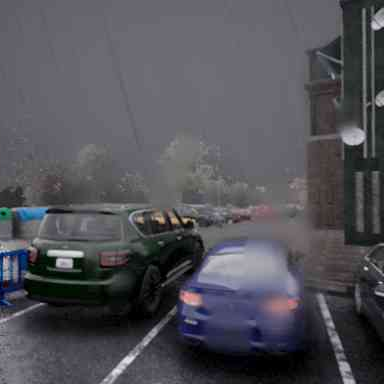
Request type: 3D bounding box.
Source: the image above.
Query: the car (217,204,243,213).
[{"bbox_3d":[8.852,3.757,76.780,5.566,2.045,2.435,-1,-2,15],"label":"car"}]

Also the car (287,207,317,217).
[{"bbox_3d":[20.004,3.644,60.853,5.008,1.535,2.097,1,-1,15],"label":"car"}]

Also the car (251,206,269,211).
[{"bbox_3d":[18.773,4.583,91.535,4.792,1.488,2.163,-1,-2,13],"label":"car"}]

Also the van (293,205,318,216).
[{"bbox_3d":[21.605,3.507,63.356,4.442,1.987,1.878,1,-1,15],"label":"van"}]

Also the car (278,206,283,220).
[{"bbox_3d":[9.705,3.128,46.045,4.792,1.488,2.163,1,-1,15],"label":"car"}]

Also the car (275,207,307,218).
[{"bbox_3d":[16.582,3.462,55.915,5.008,1.535,2.097,1,-1,15],"label":"car"}]

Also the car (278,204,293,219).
[{"bbox_3d":[11.423,2.938,48.518,5.566,2.045,2.435,1,-1,15],"label":"car"}]

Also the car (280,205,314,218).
[{"bbox_3d":[18.324,3.303,58.389,5.566,2.045,2.435,1,-2,15],"label":"car"}]

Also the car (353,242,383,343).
[{"bbox_3d":[3.493,1.485,4.456,2.231,1.521,4.892,0,-1,16],"label":"car"}]

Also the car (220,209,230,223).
[{"bbox_3d":[1.123,2.681,33.689,4.674,1.452,2.002,1,-1,15],"label":"car"}]

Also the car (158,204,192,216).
[{"bbox_3d":[-2.993,3.123,59.653,5.566,2.045,2.435,-1,-2,15],"label":"car"}]

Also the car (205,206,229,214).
[{"bbox_3d":[5.469,3.857,71.875,4.792,1.488,2.163,-1,-2,15],"label":"car"}]

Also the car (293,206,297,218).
[{"bbox_3d":[13.128,3.309,50.984,4.792,1.488,2.163,1,-1,15],"label":"car"}]

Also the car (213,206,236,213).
[{"bbox_3d":[7.219,3.947,74.315,4.792,1.488,2.163,-1,-2,15],"label":"car"}]

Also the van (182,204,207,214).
[{"bbox_3d":[0.535,3.329,64.513,4.442,1.987,1.878,-1,-3,15],"label":"van"}]

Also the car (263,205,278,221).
[{"bbox_3d":[7.996,2.756,43.579,5.566,2.045,2.435,1,-1,15],"label":"car"}]

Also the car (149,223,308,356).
[{"bbox_3d":[1.082,1.546,6.168,2.002,1.452,4.674,0,-1,15],"label":"car"}]

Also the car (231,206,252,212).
[{"bbox_3d":[12.239,4.190,81.663,4.892,1.521,2.231,-1,-2,14],"label":"car"}]

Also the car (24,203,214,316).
[{"bbox_3d":[-1.328,1.278,7.919,2.435,2.045,5.566,0,-1,16],"label":"car"}]

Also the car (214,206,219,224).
[{"bbox_3d":[-0.570,2.290,31.225,5.566,2.045,2.435,1,-2,15],"label":"car"}]

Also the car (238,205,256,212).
[{"bbox_3d":[13.926,4.154,84.120,4.553,1.767,2.185,-1,-2,14],"label":"car"}]

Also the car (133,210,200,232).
[{"bbox_3d":[-2.155,2.435,28.696,5.366,1.575,1.946,1,-2,15],"label":"car"}]

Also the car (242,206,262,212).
[{"bbox_3d":[15.555,4.371,86.581,5.008,1.535,2.097,-1,-2,14],"label":"car"}]

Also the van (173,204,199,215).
[{"bbox_3d":[-1.157,3.238,62.065,4.442,1.987,1.878,-1,-2,15],"label":"van"}]

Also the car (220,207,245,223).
[{"bbox_3d":[2.859,2.735,36.167,5.008,1.535,2.097,1,-1,15],"label":"car"}]

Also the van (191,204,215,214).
[{"bbox_3d":[2.227,3.419,66.962,4.442,1.987,1.878,-1,-2,15],"label":"van"}]

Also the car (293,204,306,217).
[{"bbox_3d":[14.903,3.121,53.453,5.566,2.045,2.435,1,-2,15],"label":"car"}]

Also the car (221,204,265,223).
[{"bbox_3d":[6.276,2.791,41.122,4.553,1.767,2.185,1,-2,15],"label":"car"}]

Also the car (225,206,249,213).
[{"bbox_3d":[10.742,4.094,79.174,5.366,1.575,1.946,-1,-2,14],"label":"car"}]
